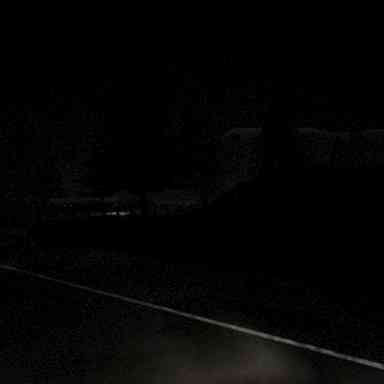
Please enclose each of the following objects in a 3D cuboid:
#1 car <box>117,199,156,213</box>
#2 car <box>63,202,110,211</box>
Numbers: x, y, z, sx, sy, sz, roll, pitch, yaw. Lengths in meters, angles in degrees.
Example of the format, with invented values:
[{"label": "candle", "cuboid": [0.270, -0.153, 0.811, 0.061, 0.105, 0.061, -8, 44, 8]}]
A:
[{"label": "car", "cuboid": [-5.976, 1.484, 36.007, 4.181, 1.385, 1.994, 0, 0, -42]}, {"label": "car", "cuboid": [-11.312, 1.503, 35.727, 1.895, 1.301, 4.718, 0, 0, 45]}]
